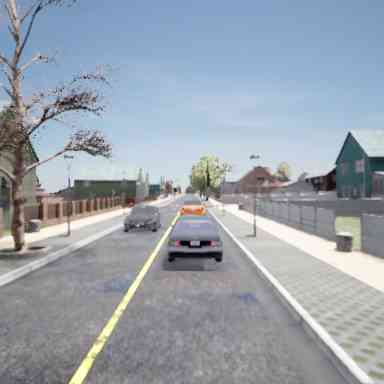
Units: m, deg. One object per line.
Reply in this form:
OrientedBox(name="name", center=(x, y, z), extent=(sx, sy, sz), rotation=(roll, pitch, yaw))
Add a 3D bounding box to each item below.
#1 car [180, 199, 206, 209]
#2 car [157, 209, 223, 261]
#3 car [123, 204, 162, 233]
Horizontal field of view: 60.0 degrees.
OrientedBox(name="car", center=(0.093, 1.382, 28.281), extent=(2.097, 1.767, 4.553), rotation=(0, 0, 0))
OrientedBox(name="car", center=(0.096, 1.561, 12.286), extent=(2.033, 1.411, 5.357), rotation=(0, 0, 0))
OrientedBox(name="car", center=(-2.845, 1.526, 19.932), extent=(1.837, 1.490, 4.892), rotation=(0, 0, 0))
